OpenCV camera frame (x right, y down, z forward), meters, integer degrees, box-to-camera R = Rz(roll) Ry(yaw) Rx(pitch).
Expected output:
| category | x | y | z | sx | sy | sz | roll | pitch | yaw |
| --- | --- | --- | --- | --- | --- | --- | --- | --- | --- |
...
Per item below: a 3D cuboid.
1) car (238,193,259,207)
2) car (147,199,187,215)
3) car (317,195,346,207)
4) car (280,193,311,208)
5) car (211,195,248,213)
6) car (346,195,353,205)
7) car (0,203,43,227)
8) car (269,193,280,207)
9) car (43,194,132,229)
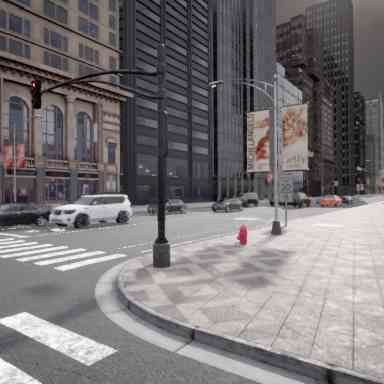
| category | x | y | z | sx | sy | sz | roll | pitch | yaw |
| --- | --- | --- | --- | --- | --- | --- | --- | --- | --- |
| car | 7.509 | 1.138 | 46.940 | 2.150 | 2.045 | 5.566 | -1 | 0 | 36 |
| car | -2.425 | 1.466 | 33.029 | 1.837 | 1.490 | 4.892 | -1 | -1 | 35 |
| car | 19.856 | 1.188 | 47.201 | 2.097 | 1.767 | 4.553 | -1 | 0 | 36 |
| car | 14.400 | 1.089 | 45.141 | 2.150 | 2.045 | 5.566 | -1 | 0 | 36 |
| car | 3.900 | 1.426 | 36.306 | 1.837 | 1.490 | 4.892 | -1 | 0 | 35 |
| car | 25.240 | 1.331 | 54.767 | 1.837 | 1.490 | 4.892 | -1 | 0 | 35 |
| car | -11.226 | 1.503 | 20.824 | 1.837 | 1.490 | 4.892 | -1 | 0 | 37 |
| car | 13.509 | 1.108 | 49.667 | 2.150 | 2.045 | 5.566 | -1 | 0 | 36 |
| car | -6.401 | 1.186 | 21.837 | 2.150 | 2.045 | 5.566 | -1 | 0 | 35 |
